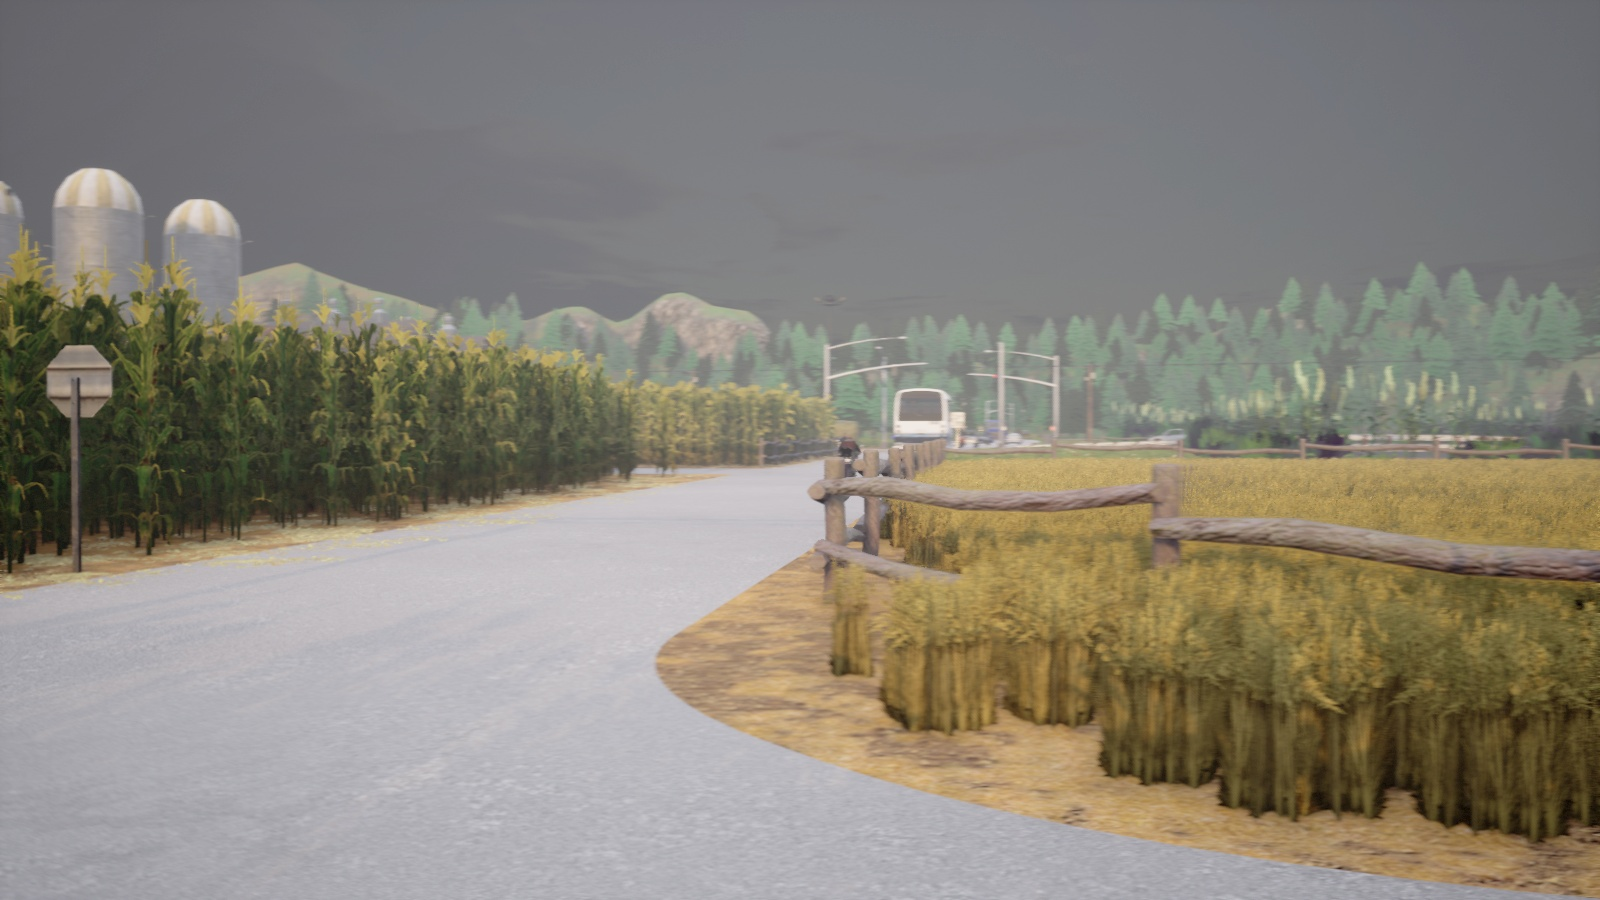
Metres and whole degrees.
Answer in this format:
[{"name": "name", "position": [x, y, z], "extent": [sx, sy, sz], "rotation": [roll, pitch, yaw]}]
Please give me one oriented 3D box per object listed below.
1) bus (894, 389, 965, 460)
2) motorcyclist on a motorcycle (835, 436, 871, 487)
[{"name": "bus", "position": [8.528, -1.613, 81.339], "extent": [3.944, 4.253, 10.273], "rotation": [0, 1, 9]}, {"name": "motorcyclist on a motorcycle", "position": [1.657, 0.336, 39.099], "extent": [0.866, 1.530, 2.191], "rotation": [0, 1, 9]}]
